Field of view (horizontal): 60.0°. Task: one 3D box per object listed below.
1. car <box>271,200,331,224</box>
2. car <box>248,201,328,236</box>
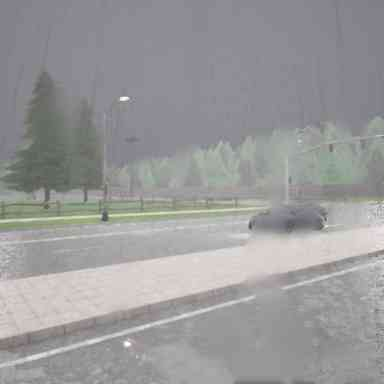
[{"bbox_3d":[7.748,1.341,23.529,4.181,1.385,1.994,-1,0,-35],"label":"car"},{"bbox_3d":[4.897,1.401,17.193,4.181,1.385,1.994,-1,0,-36],"label":"car"}]
